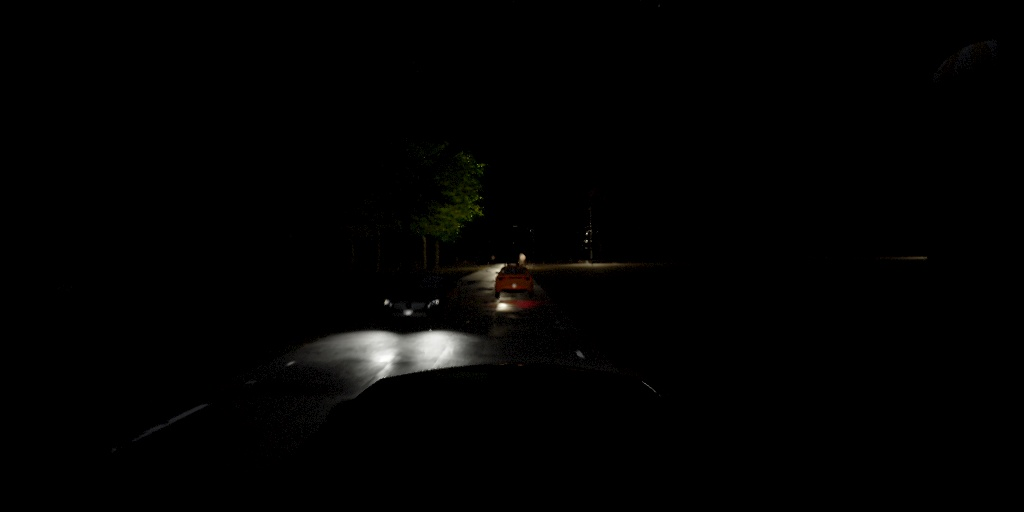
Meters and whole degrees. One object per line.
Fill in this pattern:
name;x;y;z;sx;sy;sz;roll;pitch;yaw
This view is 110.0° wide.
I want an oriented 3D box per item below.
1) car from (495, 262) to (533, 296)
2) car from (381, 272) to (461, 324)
car;0.109;1.247;19.317;1.882;1.535;5.008;0;0;0
car;-2.843;1.285;12.149;1.812;1.442;4.674;0;0;0
